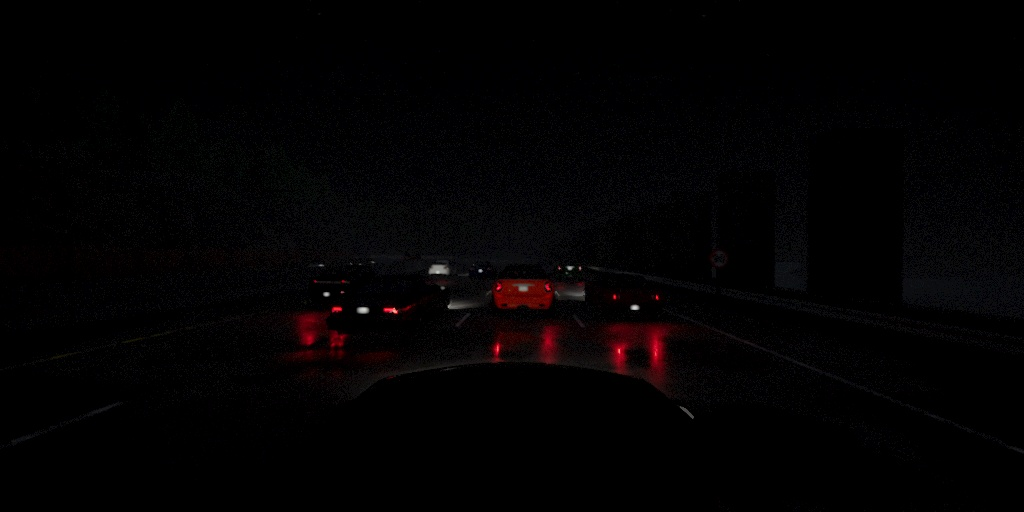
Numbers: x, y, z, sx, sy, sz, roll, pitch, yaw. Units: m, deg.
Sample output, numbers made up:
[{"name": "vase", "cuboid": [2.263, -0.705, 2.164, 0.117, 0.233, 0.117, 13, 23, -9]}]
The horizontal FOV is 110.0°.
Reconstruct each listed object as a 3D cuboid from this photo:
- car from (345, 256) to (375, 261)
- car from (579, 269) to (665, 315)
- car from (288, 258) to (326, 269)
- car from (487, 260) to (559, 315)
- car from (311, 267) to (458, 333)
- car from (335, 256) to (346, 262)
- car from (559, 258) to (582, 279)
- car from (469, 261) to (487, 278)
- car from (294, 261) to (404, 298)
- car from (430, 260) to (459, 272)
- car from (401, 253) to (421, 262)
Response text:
[{"name": "car", "cuboid": [-19.800, 0.902, 47.810, 1.837, 1.490, 4.892, 1, 1, 1]}, {"name": "car", "cuboid": [3.943, 1.310, 13.438, 1.895, 1.301, 4.718, 0, 0, 2]}, {"name": "car", "cuboid": [-23.411, 0.960, 41.419, 2.033, 1.411, 5.357, 0, 0, 1]}, {"name": "car", "cuboid": [0.444, 1.043, 13.512, 2.097, 1.767, 4.553, 0, 0, 2]}, {"name": "car", "cuboid": [-3.186, 1.234, 10.412, 2.033, 1.411, 5.357, 0, 0, 2]}, {"name": "car", "cuboid": [-26.918, 0.798, 57.931, 2.128, 1.511, 4.902, 0, 0, -1]}, {"name": "car", "cuboid": [4.516, 0.978, 29.623, 2.097, 1.767, 4.553, 0, 0, 2]}, {"name": "car", "cuboid": [-2.454, 1.147, 30.633, 1.994, 1.385, 4.181, 0, 0, 2]}, {"name": "car", "cuboid": [-6.496, 1.135, 15.159, 2.128, 1.511, 4.902, 0, 0, 2]}, {"name": "car", "cuboid": [-5.942, 1.087, 31.278, 1.812, 1.442, 4.674, 0, 0, 2]}, {"name": "car", "cuboid": [-16.449, 0.583, 58.895, 2.150, 2.045, 5.566, 0, 0, -1]}]
